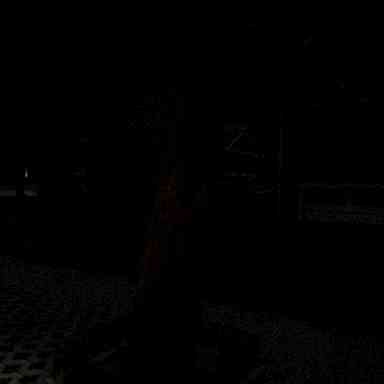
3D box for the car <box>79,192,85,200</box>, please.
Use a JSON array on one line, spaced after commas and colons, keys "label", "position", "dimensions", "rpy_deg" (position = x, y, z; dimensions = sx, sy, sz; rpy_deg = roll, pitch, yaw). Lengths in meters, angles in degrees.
[{"label": "car", "position": [-14.945, 0.688, 47.852], "dimensions": [2.033, 1.411, 5.357], "rpy_deg": [2, 2, 35]}]
